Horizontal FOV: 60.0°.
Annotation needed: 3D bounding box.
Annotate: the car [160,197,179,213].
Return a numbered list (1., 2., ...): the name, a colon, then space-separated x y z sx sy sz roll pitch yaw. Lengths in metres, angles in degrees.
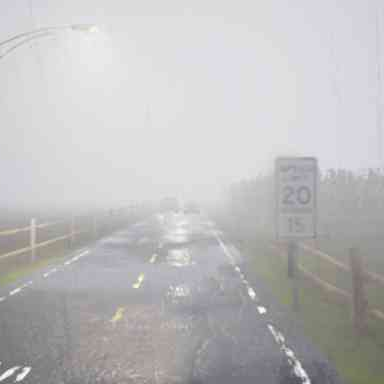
1. car: -2.790 1.608 42.240 2.150 2.045 5.566 0 -1 0

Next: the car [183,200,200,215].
1. car: -0.036 1.950 38.129 1.895 1.301 4.718 0 0 0

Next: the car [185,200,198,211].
1. car: -0.038 1.950 49.038 1.837 1.490 4.892 0 0 0
